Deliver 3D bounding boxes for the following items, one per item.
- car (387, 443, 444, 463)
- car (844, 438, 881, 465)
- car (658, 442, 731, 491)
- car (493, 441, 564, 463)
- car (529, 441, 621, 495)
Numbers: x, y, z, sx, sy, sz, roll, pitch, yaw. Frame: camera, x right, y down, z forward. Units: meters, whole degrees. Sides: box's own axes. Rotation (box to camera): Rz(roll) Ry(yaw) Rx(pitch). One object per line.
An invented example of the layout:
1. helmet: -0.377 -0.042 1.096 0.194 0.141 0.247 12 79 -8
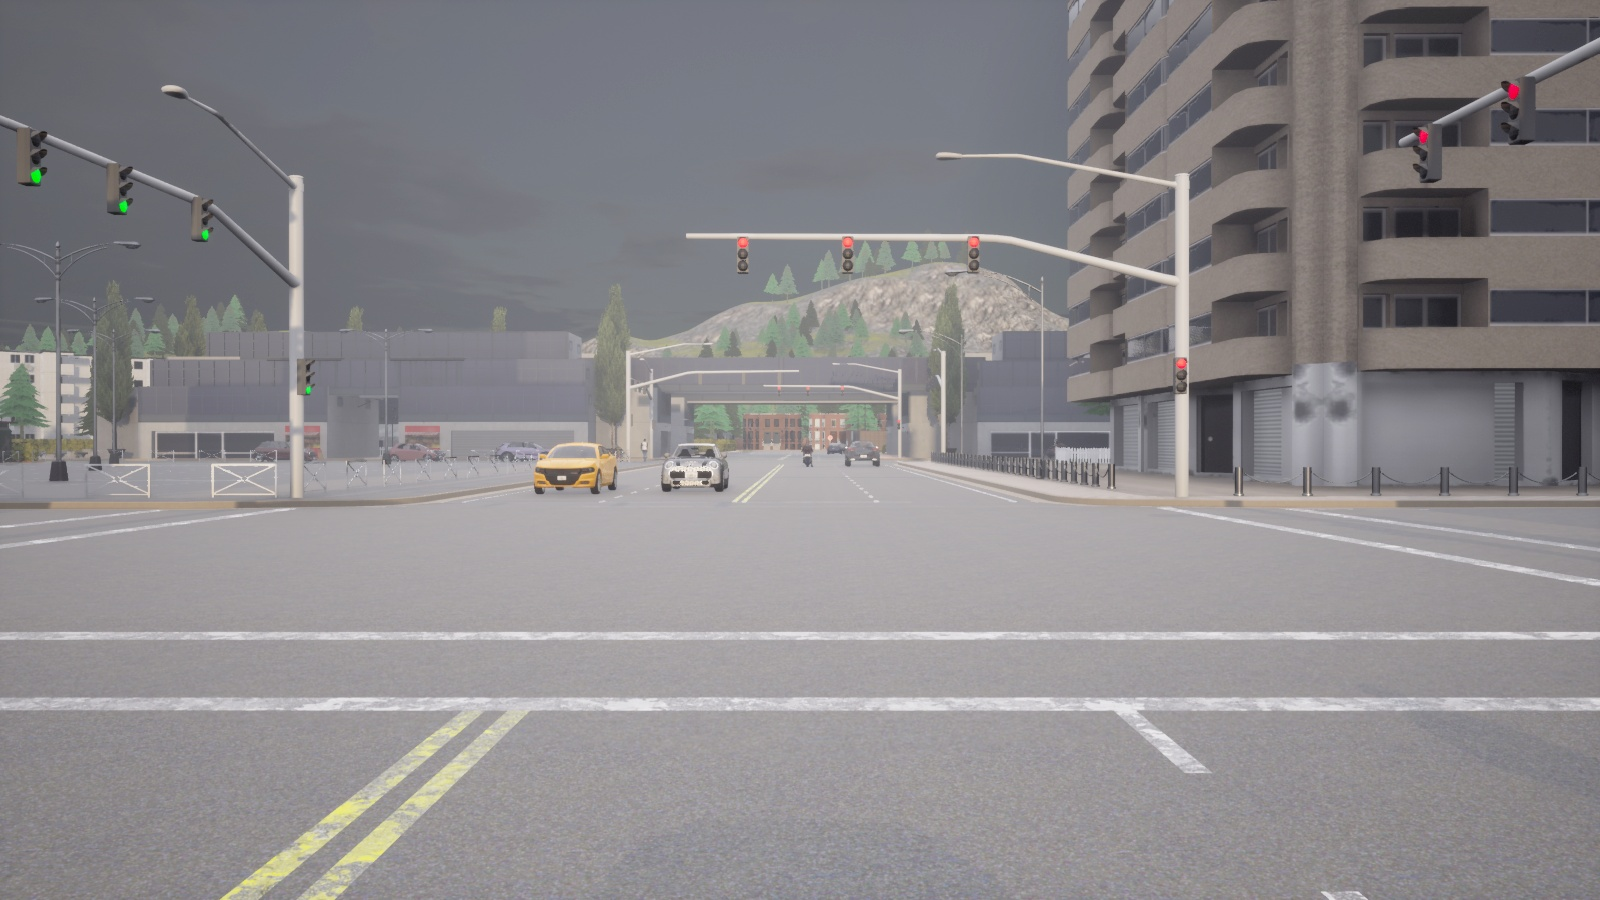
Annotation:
1. car: -28.654 0.209 93.600 3.633 1.501 1.845 0 0 2
2. car: 3.982 0.073 80.615 2.152 1.651 5.027 0 0 0
3. car: -3.257 0.486 39.460 1.970 1.475 3.806 0 0 0
4. car: -20.163 0.133 93.345 4.856 1.649 2.033 0 0 1
5. car: -6.764 0.503 38.227 1.882 1.535 5.008 0 0 0
